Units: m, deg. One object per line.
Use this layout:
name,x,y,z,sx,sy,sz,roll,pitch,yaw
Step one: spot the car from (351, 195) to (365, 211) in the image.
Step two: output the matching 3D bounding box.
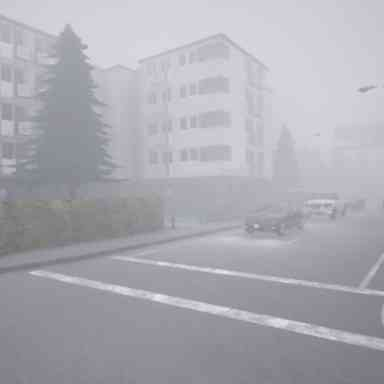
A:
car,16.197,1.099,33.781,1.882,1.535,5.008,-1,0,36

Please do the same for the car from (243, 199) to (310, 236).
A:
car,4.376,1.317,17.379,1.837,1.490,4.892,-1,0,36

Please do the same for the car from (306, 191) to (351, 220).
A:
car,10.253,0.939,25.564,2.150,2.045,5.566,-1,0,36
